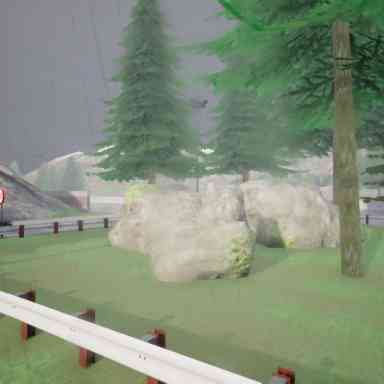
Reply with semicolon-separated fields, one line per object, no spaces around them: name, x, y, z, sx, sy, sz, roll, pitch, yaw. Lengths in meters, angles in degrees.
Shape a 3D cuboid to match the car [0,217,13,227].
car;-11.000;1.359;15.342;5.357;1.411;2.033;0;0;14
